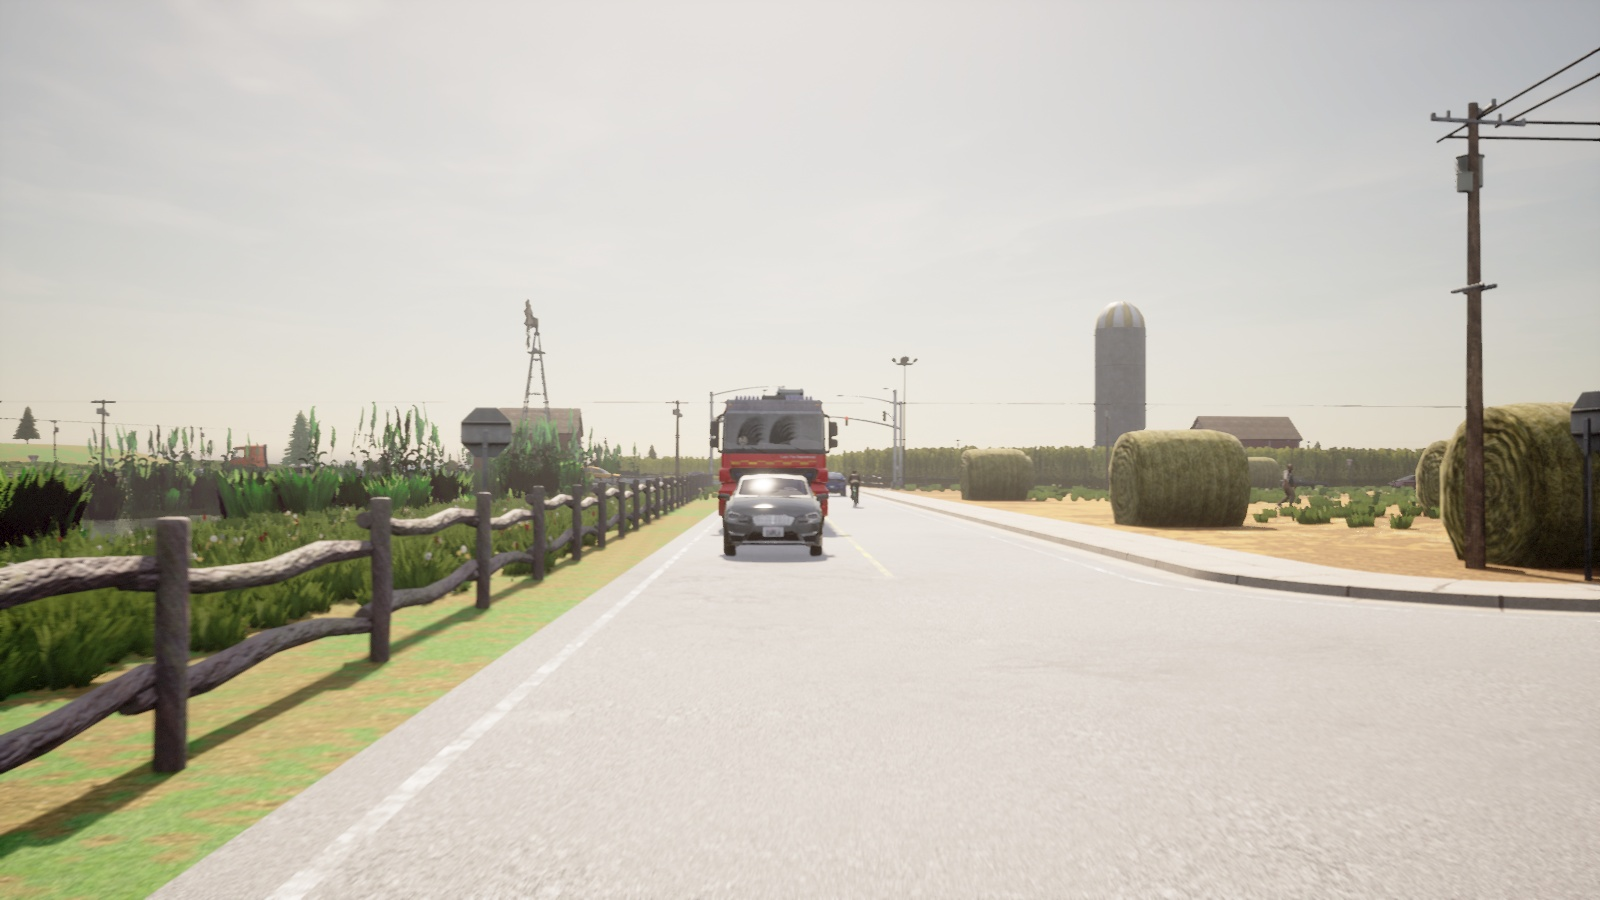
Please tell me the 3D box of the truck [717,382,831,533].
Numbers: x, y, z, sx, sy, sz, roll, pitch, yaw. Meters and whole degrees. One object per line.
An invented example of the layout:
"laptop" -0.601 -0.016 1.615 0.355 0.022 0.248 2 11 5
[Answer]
"truck" -0.739 0.261 36.328 2.891 3.827 8.468 0 -1 -1

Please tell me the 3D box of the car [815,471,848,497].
"car" 1.934 2.104 78.760 1.882 1.535 5.008 0 -1 -1

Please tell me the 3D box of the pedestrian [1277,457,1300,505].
"pedestrian" 18.907 1.213 48.621 0.694 1.848 0.540 -1 -1 39

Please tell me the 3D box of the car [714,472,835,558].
"car" -0.505 1.185 24.597 2.128 1.511 4.902 0 -1 -1
